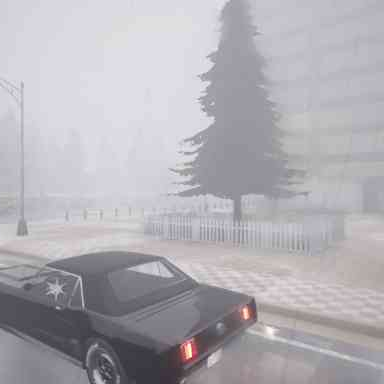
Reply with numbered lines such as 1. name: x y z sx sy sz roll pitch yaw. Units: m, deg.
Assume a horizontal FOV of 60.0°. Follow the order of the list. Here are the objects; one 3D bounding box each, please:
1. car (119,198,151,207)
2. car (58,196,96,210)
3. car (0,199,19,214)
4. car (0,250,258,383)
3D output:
1. car: -8.490 1.547 50.392 2.033 1.411 5.357 0 0 36
2. car: -14.505 1.351 42.068 2.097 1.767 4.553 0 0 36
3. car: -20.406 1.477 33.896 1.882 1.535 5.008 0 0 36
4. car: -1.538 1.601 5.108 4.718 1.301 1.895 0 0 36
